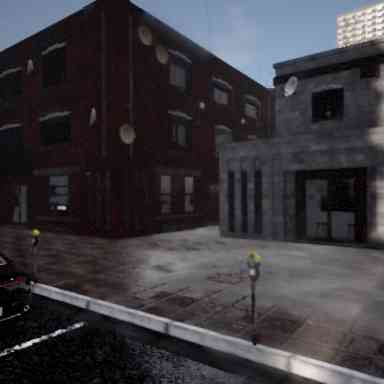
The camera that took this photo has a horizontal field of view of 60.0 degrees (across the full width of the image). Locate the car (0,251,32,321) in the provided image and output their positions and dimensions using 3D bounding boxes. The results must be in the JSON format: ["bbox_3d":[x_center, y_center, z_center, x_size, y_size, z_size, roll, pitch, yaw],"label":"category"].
[{"bbox_3d":[-4.751,1.608,6.264,4.403,1.369,2.008,-1,0,35],"label":"car"}]
